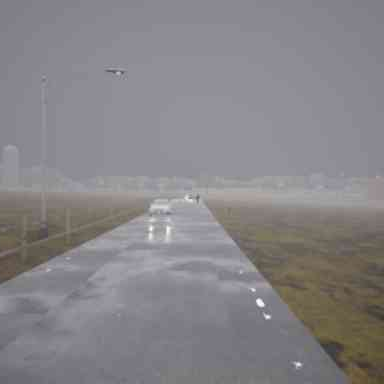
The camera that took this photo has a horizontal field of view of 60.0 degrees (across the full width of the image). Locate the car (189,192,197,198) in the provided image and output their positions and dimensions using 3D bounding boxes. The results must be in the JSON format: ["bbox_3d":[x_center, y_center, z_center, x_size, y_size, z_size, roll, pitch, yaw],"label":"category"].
[{"bbox_3d":[0.314,0.817,84.760,2.033,1.411,5.357,0,1,0],"label":"car"}]

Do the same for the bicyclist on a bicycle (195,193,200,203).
[{"bbox_3d":[0.908,1.052,56.645,0.866,1.612,1.509,0,1,0],"label":"bicyclist on a bicycle"}]

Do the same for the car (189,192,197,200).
[{"bbox_3d":[0.235,0.990,74.044,1.994,1.385,4.181,0,1,0],"label":"car"}]

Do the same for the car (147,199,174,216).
[{"bbox_3d":[-2.813,1.399,30.541,1.812,1.442,4.674,0,0,0],"label":"car"}]

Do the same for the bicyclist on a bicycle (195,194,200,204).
[{"bbox_3d":[0.840,1.093,46.641,0.659,1.776,1.843,0,1,0],"label":"bicyclist on a bicycle"}]

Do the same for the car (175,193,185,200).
[{"bbox_3d":[-2.529,0.977,71.985,1.994,1.385,4.181,0,1,0],"label":"car"}]
